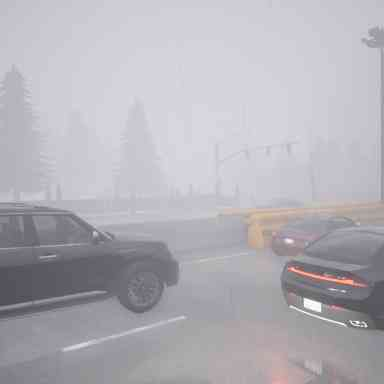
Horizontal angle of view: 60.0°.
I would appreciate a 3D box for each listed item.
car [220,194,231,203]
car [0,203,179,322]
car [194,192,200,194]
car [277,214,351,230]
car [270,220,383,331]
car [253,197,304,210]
[{"bbox_3d":[4.817,1.060,49.976,1.812,1.442,4.674,-1,1,-35],"label":"car"},{"bbox_3d":[-2.922,1.217,5.961,5.566,2.045,2.150,0,0,-36],"label":"car"},{"bbox_3d":[1.044,0.836,76.658,2.128,1.511,4.902,-1,1,3],"label":"car"},{"bbox_3d":[4.610,1.441,11.324,4.181,1.385,1.994,-1,1,-35],"label":"car"},{"bbox_3d":[3.798,1.435,6.456,4.892,1.490,1.837,-1,1,-35],"label":"car"},{"bbox_3d":[8.078,1.211,30.679,5.357,1.411,2.033,-1,1,-35],"label":"car"}]
